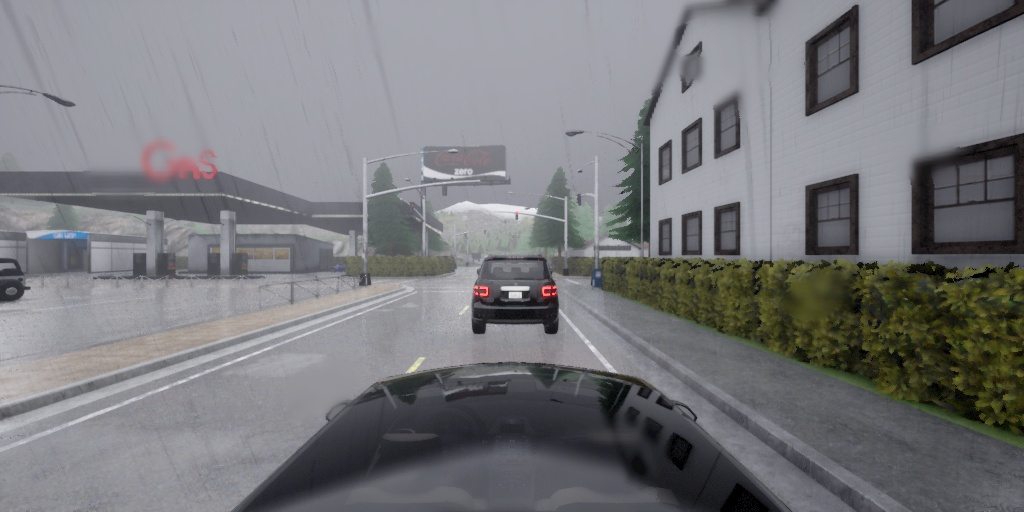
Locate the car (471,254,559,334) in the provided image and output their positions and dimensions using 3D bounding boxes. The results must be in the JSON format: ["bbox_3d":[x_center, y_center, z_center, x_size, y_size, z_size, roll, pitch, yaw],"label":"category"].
[{"bbox_3d":[0.087,0.970,10.724,2.150,2.045,5.566,0,0,0],"label":"car"}]
